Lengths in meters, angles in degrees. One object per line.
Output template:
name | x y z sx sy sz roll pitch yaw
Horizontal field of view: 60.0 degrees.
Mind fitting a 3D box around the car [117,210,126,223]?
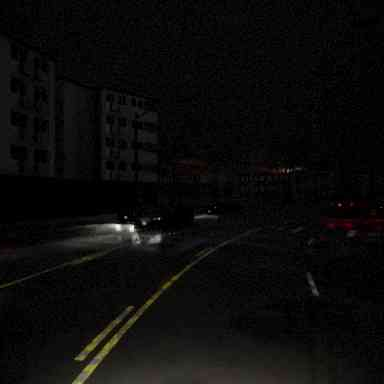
car | -3.537 1.551 24.479 1.994 1.385 4.181 0 0 30

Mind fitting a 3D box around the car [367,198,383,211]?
car | 23.281 1.524 41.601 1.994 1.385 4.181 0 0 22

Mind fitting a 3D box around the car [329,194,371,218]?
car | 14.490 1.205 30.379 2.150 2.045 5.566 0 0 44

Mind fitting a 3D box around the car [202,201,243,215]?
car | 3.121 1.583 33.566 1.895 1.301 4.718 0 0 42

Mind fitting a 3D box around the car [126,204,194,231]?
car | -1.546 1.481 20.664 2.128 1.511 4.902 0 0 27

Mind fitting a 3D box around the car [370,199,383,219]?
car | 17.200 1.476 28.157 2.128 1.511 4.902 0 0 44
